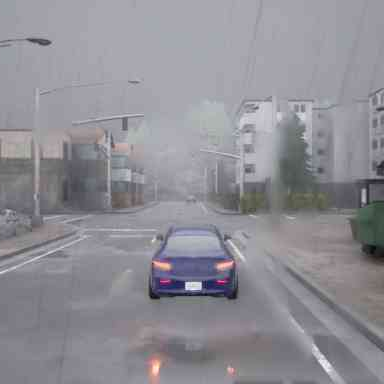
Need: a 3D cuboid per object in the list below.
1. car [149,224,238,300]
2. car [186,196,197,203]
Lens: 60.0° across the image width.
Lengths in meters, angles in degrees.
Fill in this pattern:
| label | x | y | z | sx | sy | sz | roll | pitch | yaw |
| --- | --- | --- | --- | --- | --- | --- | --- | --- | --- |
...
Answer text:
| label | x | y | z | sx | sy | sz | roll | pitch | yaw |
| --- | --- | --- | --- | --- | --- | --- | --- | --- | --- |
| car | 0.040 | 1.526 | 8.290 | 1.812 | 1.442 | 4.674 | 0 | 0 | 0 |
| car | -0.143 | 1.526 | 66.933 | 1.812 | 1.442 | 4.674 | 0 | 0 | 0 |
